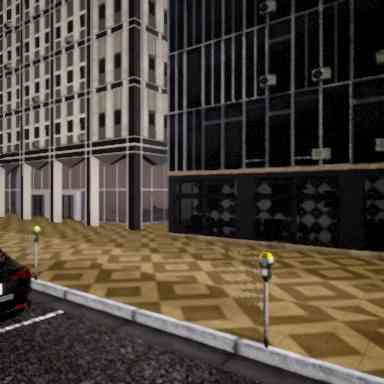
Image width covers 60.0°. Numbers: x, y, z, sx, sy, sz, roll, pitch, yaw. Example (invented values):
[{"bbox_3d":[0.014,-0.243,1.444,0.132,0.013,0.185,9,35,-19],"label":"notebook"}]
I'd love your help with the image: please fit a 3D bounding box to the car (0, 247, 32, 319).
[{"bbox_3d":[-4.732,1.539,6.253,4.313,1.339,1.947,0,0,36],"label":"car"}]
